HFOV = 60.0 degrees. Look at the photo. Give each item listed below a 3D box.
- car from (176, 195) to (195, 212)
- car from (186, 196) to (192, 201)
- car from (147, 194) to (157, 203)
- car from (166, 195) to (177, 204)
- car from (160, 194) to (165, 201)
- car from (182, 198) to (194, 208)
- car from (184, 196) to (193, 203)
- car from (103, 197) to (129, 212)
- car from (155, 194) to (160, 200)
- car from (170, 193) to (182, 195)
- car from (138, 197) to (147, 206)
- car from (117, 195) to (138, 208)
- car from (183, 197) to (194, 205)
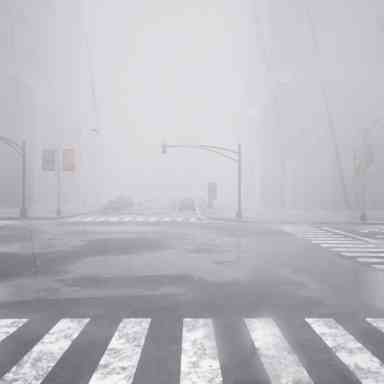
[{"bbox_3d":[-0.559,1.448,39.051,1.967,1.590,4.097,0,0,0],"label":"car"},{"bbox_3d":[-0.841,1.696,93.300,1.887,1.381,4.507,0,0,0],"label":"car"},{"bbox_3d":[-9.252,1.669,71.565,1.802,1.307,4.206,0,0,0],"label":"car"},{"bbox_3d":[-3.456,1.672,65.662,1.895,1.301,4.718,0,0,0],"label":"car"},{"bbox_3d":[-9.365,1.696,93.268,1.887,1.381,4.507,0,0,0],"label":"car"},{"bbox_3d":[-0.615,1.615,49.900,1.802,1.307,4.206,0,0,0],"label":"car"},{"bbox_3d":[-0.728,1.613,71.770,1.752,1.417,4.829,0,0,0],"label":"car"},{"bbox_3d":[-9.083,1.574,39.009,1.947,1.339,4.313,0,0,0],"label":"car"},{"bbox_3d":[-9.281,1.417,76.992,2.192,1.841,5.009,0,0,0],"label":"car"},{"bbox_3d":[-3.507,1.559,75.629,1.837,1.490,4.892,0,0,0],"label":"car"},{"bbox_3d":[-9.167,1.570,55.117,1.752,1.417,4.829,0,0,0],"label":"car"},{"bbox_3d":[-9.112,1.335,44.436,2.192,1.841,5.009,0,0,0],"label":"car"},{"bbox_3d":[-0.671,1.603,60.750,1.887,1.381,4.507,0,0,0],"label":"car"}]
